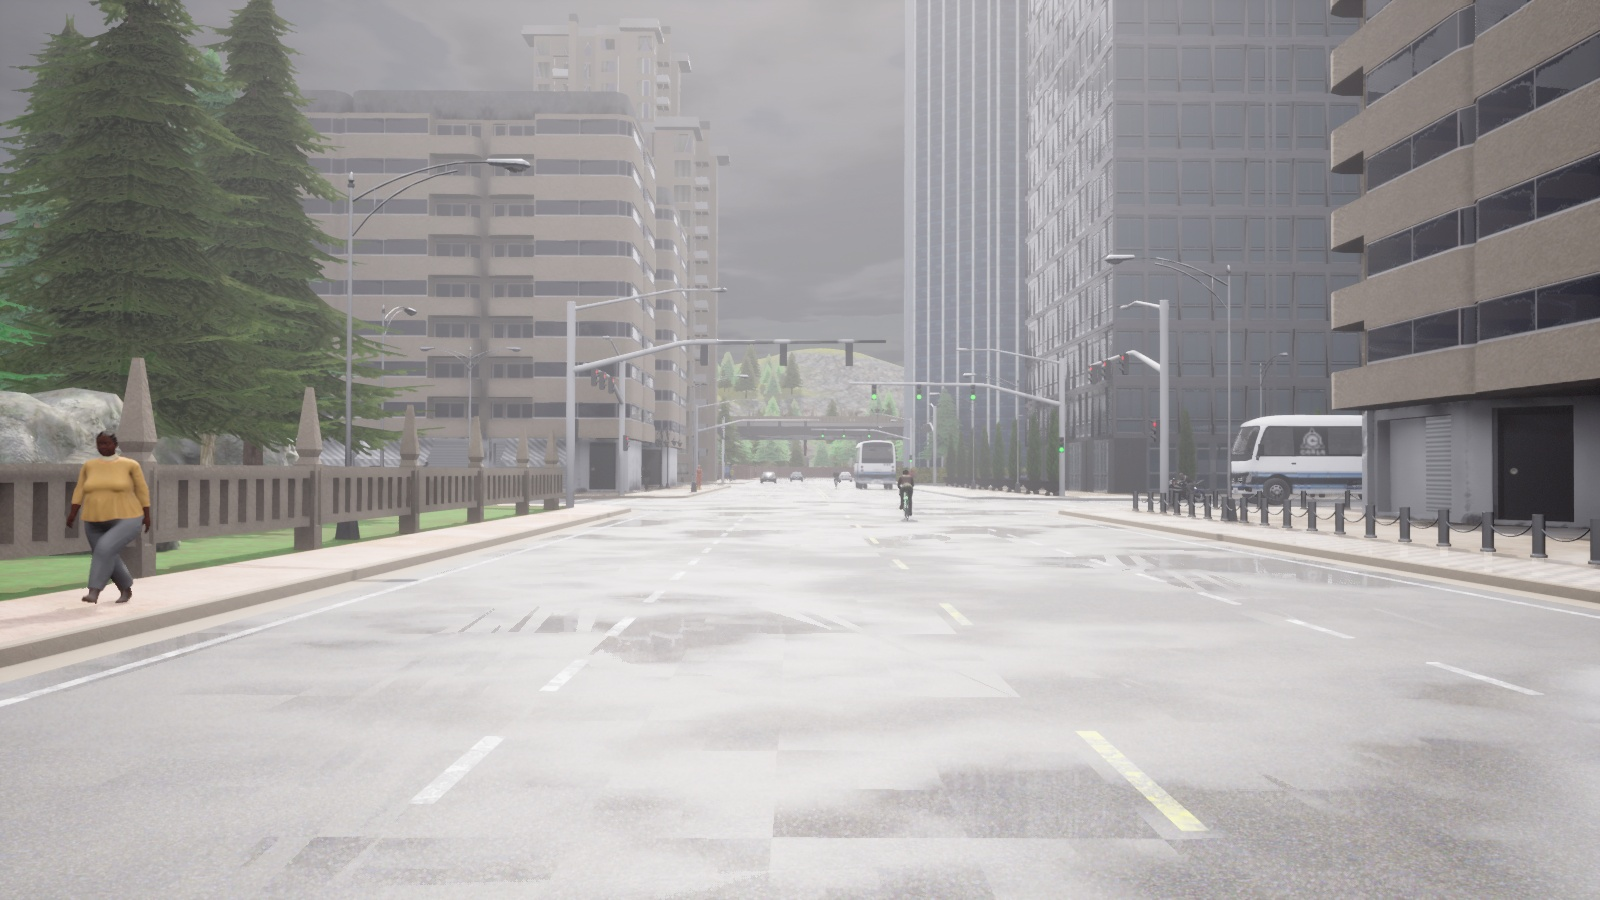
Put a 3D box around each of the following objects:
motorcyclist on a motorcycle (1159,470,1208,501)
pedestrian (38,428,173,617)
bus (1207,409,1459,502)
[{"bbox_3d":[19.262,1.773,63.053,2.191,1.530,0.866,0,-1,0],"label":"motorcyclist on a motorcycle"},{"bbox_3d":[-7.037,0.715,12.774,0.874,1.855,0.900,0,-1,-2],"label":"pedestrian"},{"bbox_3d":[25.076,0.280,59.561,10.273,4.253,3.944,0,-1,0],"label":"bus"}]
